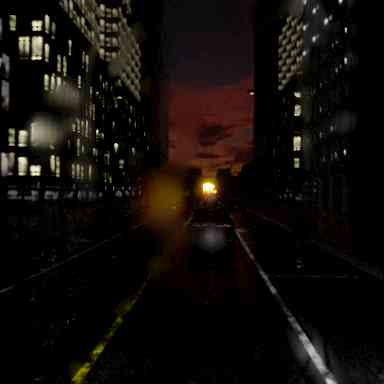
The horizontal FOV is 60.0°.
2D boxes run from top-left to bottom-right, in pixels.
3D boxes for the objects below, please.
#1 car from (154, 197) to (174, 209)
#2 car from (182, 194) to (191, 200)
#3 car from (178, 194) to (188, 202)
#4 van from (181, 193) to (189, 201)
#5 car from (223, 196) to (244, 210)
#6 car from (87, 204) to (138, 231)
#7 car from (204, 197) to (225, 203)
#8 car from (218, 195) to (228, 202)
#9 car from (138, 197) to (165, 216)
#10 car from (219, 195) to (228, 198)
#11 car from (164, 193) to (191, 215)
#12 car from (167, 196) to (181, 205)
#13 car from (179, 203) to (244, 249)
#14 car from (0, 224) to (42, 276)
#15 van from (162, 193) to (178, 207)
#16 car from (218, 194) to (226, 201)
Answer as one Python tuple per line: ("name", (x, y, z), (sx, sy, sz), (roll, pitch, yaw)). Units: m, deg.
("car", (-3.443, 1.358, 42.166), (1.887, 1.381, 4.507), (1, 0, 3))
("car", (-1.258, 1.235, 81.952), (1.947, 1.339, 4.313), (1, 0, 3))
("car", (-1.881, 1.152, 70.583), (1.967, 1.590, 4.097), (1, 0, 3))
("van", (-1.567, 1.032, 76.267), (1.690, 1.788, 3.998), (1, 0, 3))
("car", (4.611, 1.480, 36.011), (1.947, 1.339, 4.313), (1, 0, 3))
("car", (-4.692, 1.469, 19.430), (1.802, 1.307, 4.206), (1, 0, 3))
("car", (1.745, 1.469, 31.104), (1.994, 1.385, 4.181), (1, 0, 3))
("car", (6.484, 1.376, 70.110), (1.802, 1.307, 4.206), (1, 0, 3))
("car", (-4.068, 1.402, 30.799), (2.008, 1.369, 4.403), (1, 0, 3))
("car", (5.862, 1.276, 58.742), (1.967, 1.590, 4.097), (1, 0, 3))
("car", (-1.363, 1.093, 32.294), (2.150, 2.045, 5.566), (1, 0, 3))
("car", (-2.819, 1.356, 53.534), (1.802, 1.307, 4.206), (1, 0, 3))
("car", (0.834, 1.449, 14.491), (2.128, 1.511, 4.902), (1, 0, 3))
("car", (-5.316, 1.488, 8.064), (1.947, 1.339, 4.313), (1, 0, 3))
("van", (-3.128, 1.135, 47.849), (1.690, 1.788, 3.998), (1, 0, 3))
("car", (6.806, 1.297, 75.963), (1.752, 1.417, 4.829), (1, 0, 3))
